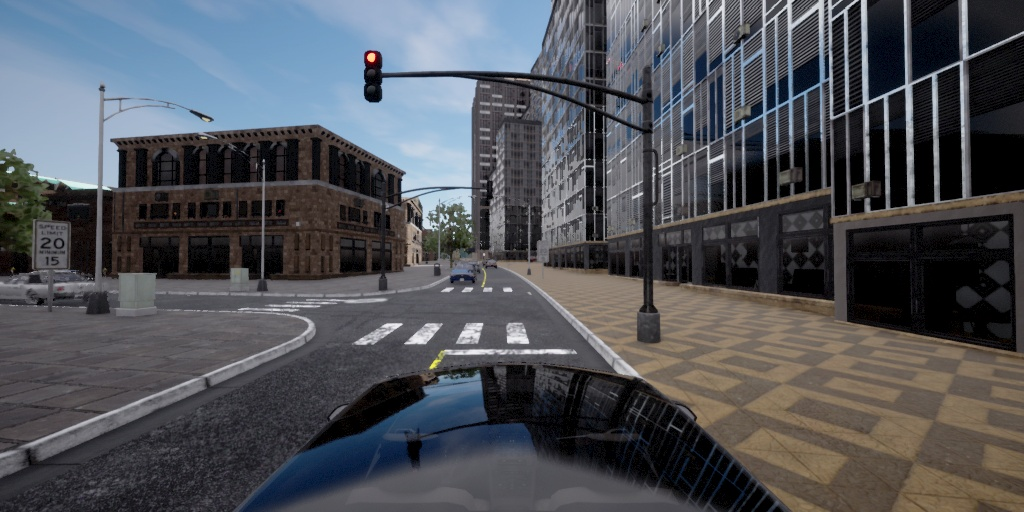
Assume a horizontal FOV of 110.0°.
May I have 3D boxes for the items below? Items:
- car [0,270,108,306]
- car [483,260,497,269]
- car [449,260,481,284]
[{"bbox_3d":[-20.439,1.387,15.571,4.718,1.301,1.895,0,-1,11],"label":"car"},{"bbox_3d":[-3.426,1.299,58.442,2.033,1.411,5.357,0,0,-7],"label":"car"},{"bbox_3d":[-3.651,1.298,27.746,2.033,1.411,5.357,0,0,-3],"label":"car"}]
